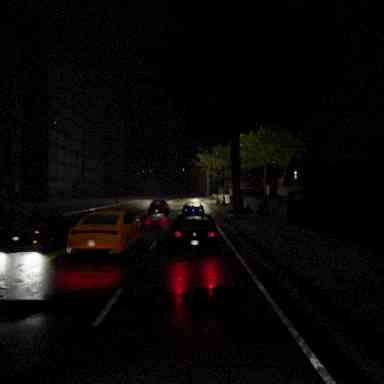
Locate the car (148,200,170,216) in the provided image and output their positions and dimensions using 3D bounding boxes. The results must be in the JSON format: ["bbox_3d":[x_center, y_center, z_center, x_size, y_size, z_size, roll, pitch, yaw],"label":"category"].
[{"bbox_3d":[-3.143,1.492,31.898,1.812,1.442,4.674,0,0,0],"label":"car"}]

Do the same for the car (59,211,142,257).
[{"bbox_3d":[-3.147,1.460,12.883,1.882,1.535,5.008,0,0,0],"label":"car"}]

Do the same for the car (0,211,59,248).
[{"bbox_3d":[-6.597,1.545,14.440,1.994,1.385,4.181,0,0,0],"label":"car"}]

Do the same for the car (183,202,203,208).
[{"bbox_3d":[0.106,1.568,29.976,1.895,1.301,4.718,0,0,0],"label":"car"}]

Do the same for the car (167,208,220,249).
[{"bbox_3d":[0.104,1.582,14.478,1.895,1.301,4.718,0,0,0],"label":"car"}]
